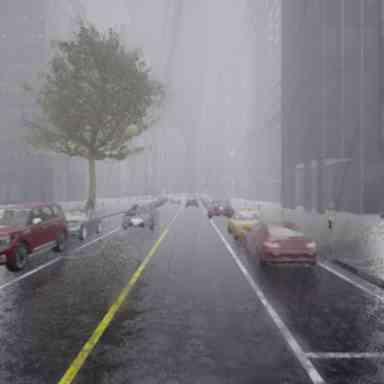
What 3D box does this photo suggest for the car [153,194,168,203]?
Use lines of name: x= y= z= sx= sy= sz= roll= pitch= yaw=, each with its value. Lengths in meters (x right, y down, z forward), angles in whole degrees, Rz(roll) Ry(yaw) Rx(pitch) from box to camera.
car: x=-5.761 y=1.350 z=56.436 sx=2.192 sy=1.841 sz=5.009 roll=0 pitch=0 yaw=0

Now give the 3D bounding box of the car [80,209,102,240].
car: x=-5.762 y=1.557 z=16.694 sx=2.008 sy=1.369 sz=4.403 roll=0 pitch=0 yaw=0

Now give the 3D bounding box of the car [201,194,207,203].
car: x=2.764 y=1.471 z=50.766 sx=1.967 sy=1.590 sz=4.097 roll=0 pitch=0 yaw=0

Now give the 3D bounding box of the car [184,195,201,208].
car: x=0.010 y=1.536 z=49.139 sx=1.837 sy=1.490 sz=4.892 roll=0 pitch=0 yaw=0

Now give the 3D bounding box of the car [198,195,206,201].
car: x=2.766 y=1.513 z=90.510 sx=1.967 sy=1.590 sz=4.097 roll=0 pitch=0 yaw=0

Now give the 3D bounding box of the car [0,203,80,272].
car: x=-5.763 y=1.318 z=11.017 sx=2.192 sy=1.841 sz=5.009 roll=0 pitch=0 yaw=0

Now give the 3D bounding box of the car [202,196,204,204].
car: x=2.764 y=1.577 z=45.089 sx=2.008 sy=1.369 sz=4.403 roll=0 pitch=0 yaw=0

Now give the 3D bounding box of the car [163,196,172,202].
car: x=-5.760 y=1.641 z=79.145 sx=1.802 sy=1.307 sz=4.206 roll=0 pitch=0 yaw=0

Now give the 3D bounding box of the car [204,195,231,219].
car: x=2.389 y=1.366 z=29.082 sx=2.097 sy=1.767 sz=4.553 roll=0 pitch=0 yaw=0

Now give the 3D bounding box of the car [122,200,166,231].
car: x=-3.098 y=1.500 z=20.961 sx=2.128 sy=1.511 sz=4.902 roll=0 pitch=0 yaw=0

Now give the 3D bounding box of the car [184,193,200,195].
car: x=0.003 y=1.394 z=63.414 sx=2.097 sy=1.767 sz=4.553 roll=0 pitch=0 yaw=0

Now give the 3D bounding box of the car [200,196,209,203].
car: x=2.765 y=1.597 z=73.477 sx=1.887 sy=1.381 sz=4.507 roll=0 pitch=0 yaw=0

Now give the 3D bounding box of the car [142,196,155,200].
car: x=-5.762 y=1.546 z=39.233 sx=1.752 sy=1.417 sz=4.829 roll=0 pitch=0 yaw=0

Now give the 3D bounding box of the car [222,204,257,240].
car: x=2.763 y=1.532 z=16.871 sx=1.752 sy=1.417 sz=4.829 roll=0 pitch=0 yaw=0

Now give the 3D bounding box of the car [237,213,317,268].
car: x=2.762 y=1.586 z=11.023 sx=1.802 sy=1.307 sz=4.206 roll=0 pitch=0 yaw=0

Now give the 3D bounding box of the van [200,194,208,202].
van: x=2.765 y=1.400 z=79.155 sx=1.690 sy=1.788 sz=3.998 roll=0 pitch=0 yaw=0

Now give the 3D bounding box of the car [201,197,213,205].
car: x=2.765 y=1.592 z=62.122 sx=2.008 sy=1.369 sz=4.403 roll=0 pitch=0 yaw=0

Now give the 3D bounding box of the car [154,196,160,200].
car: x=-5.761 y=1.607 z=45.081 sx=1.802 sy=1.307 sz=4.206 roll=0 pitch=0 yaw=0

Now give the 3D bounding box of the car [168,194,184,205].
car: x=-3.020 y=1.576 z=62.052 sx=1.812 sy=1.442 sz=4.674 roll=0 pitch=0 yaw=1

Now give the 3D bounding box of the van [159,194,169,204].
van: x=-5.761 y=1.387 z=67.791 sx=1.690 sy=1.788 sz=3.998 roll=0 pitch=0 yaw=0

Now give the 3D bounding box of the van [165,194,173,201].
van: x=-5.760 y=1.406 z=84.823 sx=1.690 sy=1.788 sz=3.998 roll=0 pitch=0 yaw=0

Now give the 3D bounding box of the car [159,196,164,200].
car: x=-5.761 y=1.612 z=50.758 sx=1.802 sy=1.307 sz=4.206 roll=0 pitch=0 yaw=0
